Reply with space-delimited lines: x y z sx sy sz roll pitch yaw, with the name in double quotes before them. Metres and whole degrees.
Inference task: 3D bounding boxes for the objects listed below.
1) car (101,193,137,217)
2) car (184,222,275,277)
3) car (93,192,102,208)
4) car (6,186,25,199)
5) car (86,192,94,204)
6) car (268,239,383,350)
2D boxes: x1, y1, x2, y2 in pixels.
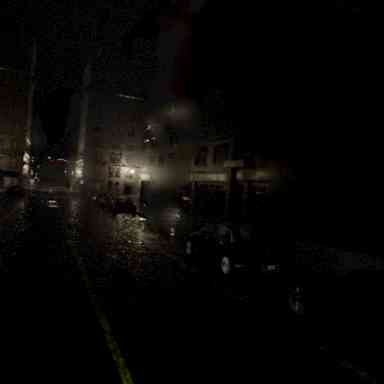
"car" -5.488 1.100 25.834 2.008 1.369 4.403 4 0 -24
"car" 1.175 1.629 10.467 2.008 1.369 4.403 4 0 -24
"car" -7.774 0.892 31.112 1.752 1.417 4.829 4 0 -24
"car" -19.962 -0.036 37.790 1.887 1.381 4.507 4 0 -24
"car" -9.930 0.759 36.079 1.947 1.339 4.313 4 0 -24
"car" 3.395 1.819 5.344 1.947 1.339 4.313 4 0 -24
